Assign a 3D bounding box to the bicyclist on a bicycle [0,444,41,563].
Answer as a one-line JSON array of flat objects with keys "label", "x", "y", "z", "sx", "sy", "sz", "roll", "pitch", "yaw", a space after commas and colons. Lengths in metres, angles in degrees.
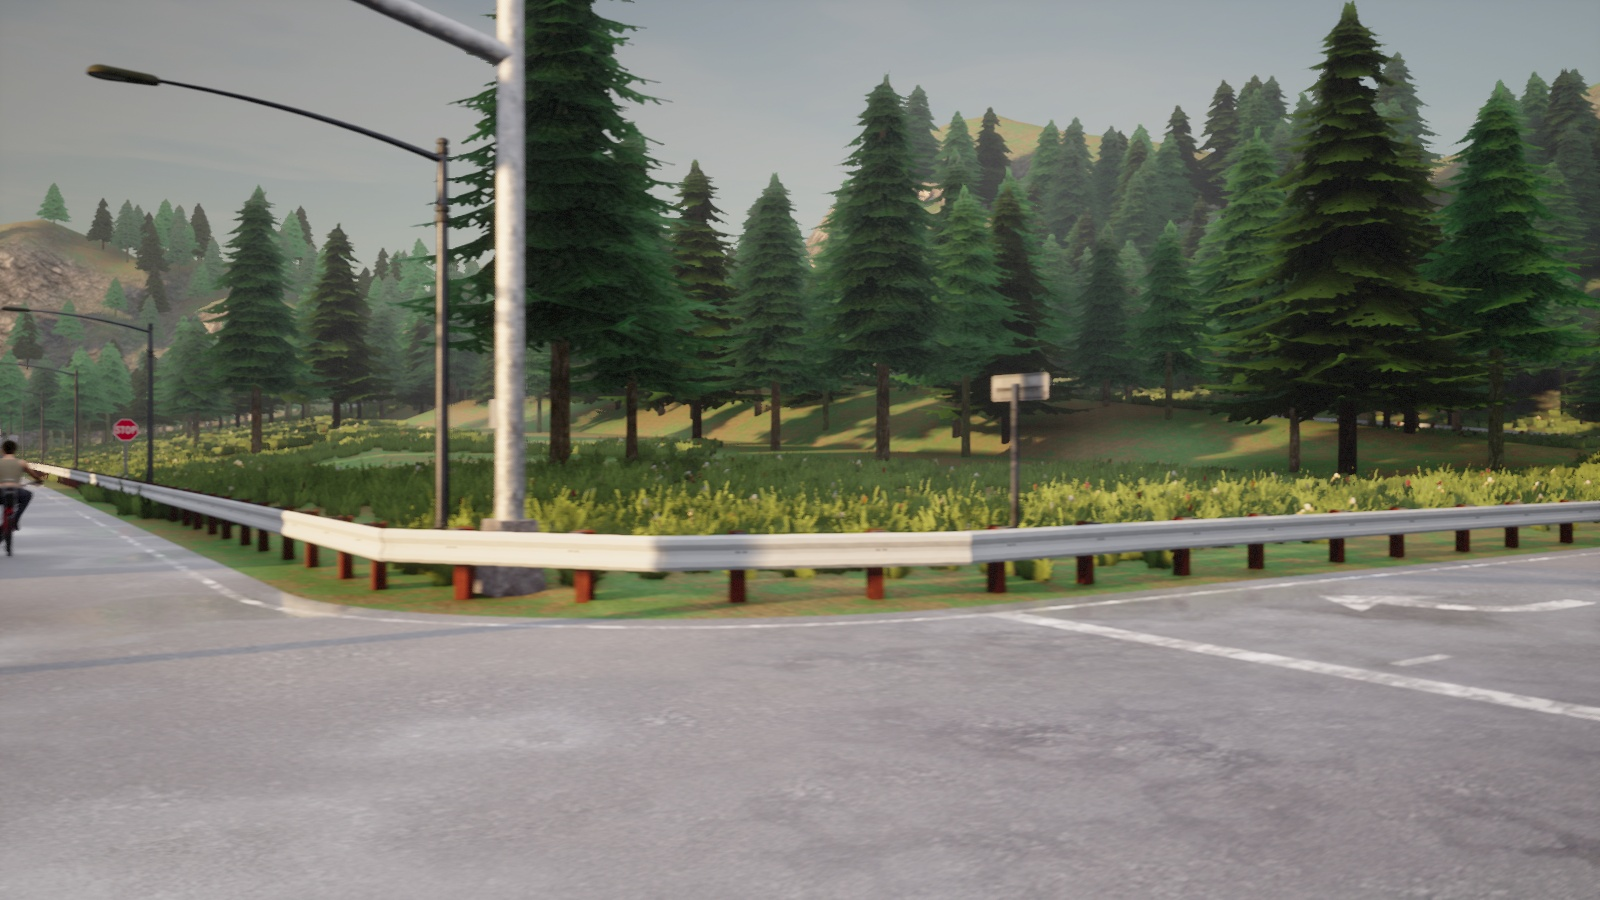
[{"label": "bicyclist on a bicycle", "x": -11.230, "y": 0.726, "z": 17.677, "sx": 0.866, "sy": 1.612, "sz": 1.509, "roll": 0, "pitch": 0, "yaw": -34}]
